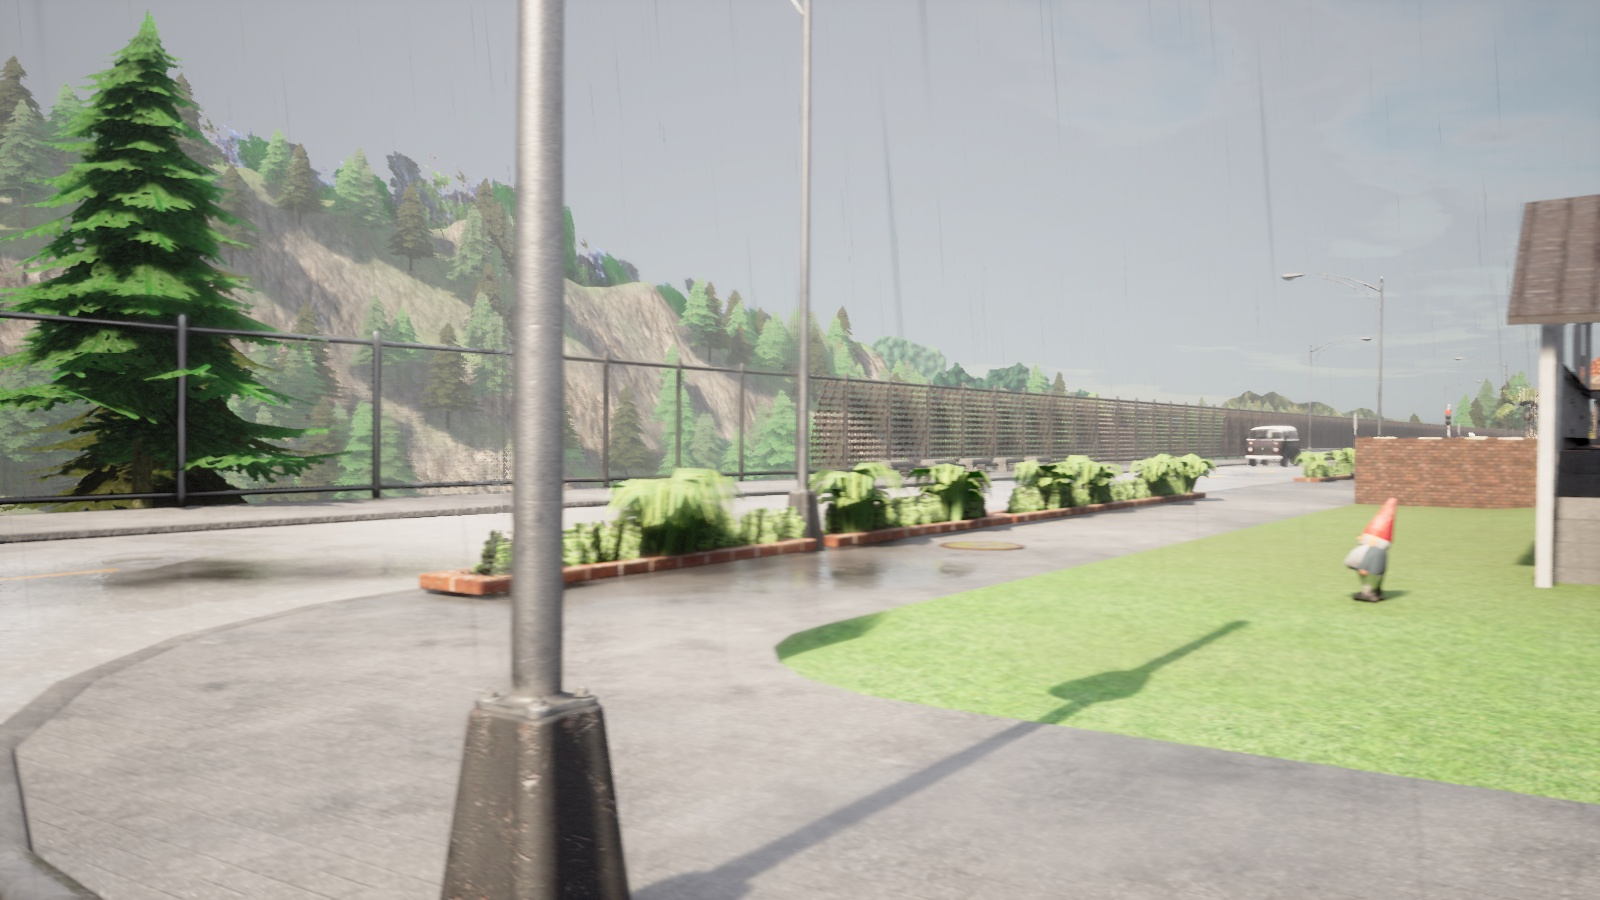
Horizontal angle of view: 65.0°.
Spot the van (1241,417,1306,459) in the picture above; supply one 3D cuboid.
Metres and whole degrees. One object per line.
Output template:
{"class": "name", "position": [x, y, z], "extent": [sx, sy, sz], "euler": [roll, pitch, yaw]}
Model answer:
{"class": "van", "position": [23.574, -0.611, 62.420], "extent": [2.069, 2.038, 4.480], "euler": [0, 1, 34]}
